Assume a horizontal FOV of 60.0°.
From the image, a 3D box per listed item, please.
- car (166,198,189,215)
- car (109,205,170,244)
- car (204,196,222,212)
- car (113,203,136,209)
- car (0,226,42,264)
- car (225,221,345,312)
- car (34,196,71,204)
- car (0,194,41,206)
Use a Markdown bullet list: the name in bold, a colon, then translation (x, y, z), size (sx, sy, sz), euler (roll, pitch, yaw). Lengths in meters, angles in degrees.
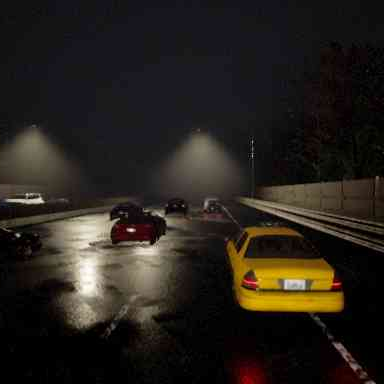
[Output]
- **car**: translation (-1.430, 1.340, 33.217), size (2.097, 1.767, 4.553), euler (0, 0, 4)
- **car**: translation (-2.406, 1.556, 15.802), size (1.994, 1.385, 4.181), euler (0, 0, 3)
- **car**: translation (2.322, 1.512, 37.755), size (1.812, 1.442, 4.674), euler (0, 0, 4)
- **car**: translation (-5.274, 1.552, 27.130), size (1.994, 1.385, 4.181), euler (0, 0, 3)
- **car**: translation (-6.285, 1.541, 9.166), size (2.033, 1.411, 5.357), euler (0, 0, 3)
- **car**: translation (1.779, 1.452, 7.853), size (1.801, 1.575, 5.366), euler (0, 0, 3)
- **car**: translation (-15.384, 1.474, 37.901), size (2.128, 1.511, 4.902), euler (0, 0, 3)
- **car**: translation (-18.917, 1.203, 37.417), size (2.150, 2.045, 5.566), euler (0, 0, 3)
